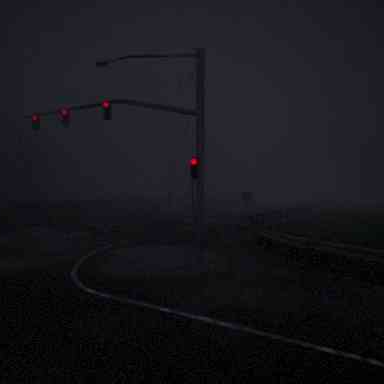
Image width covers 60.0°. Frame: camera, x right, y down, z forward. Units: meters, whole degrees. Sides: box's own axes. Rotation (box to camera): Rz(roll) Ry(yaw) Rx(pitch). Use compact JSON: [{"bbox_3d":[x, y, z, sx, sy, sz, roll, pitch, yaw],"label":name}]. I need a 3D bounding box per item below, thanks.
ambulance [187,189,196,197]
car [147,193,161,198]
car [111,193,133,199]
[{"bbox_3d":[0.793,0.584,69.751,2.351,2.431,6.366,0,0,17],"label":"ambulance"},{"bbox_3d":[-8.585,0.967,75.366,1.837,1.490,4.892,0,0,17],"label":"car"},{"bbox_3d":[-13.263,1.028,62.841,2.128,1.511,4.902,0,0,29],"label":"car"}]
